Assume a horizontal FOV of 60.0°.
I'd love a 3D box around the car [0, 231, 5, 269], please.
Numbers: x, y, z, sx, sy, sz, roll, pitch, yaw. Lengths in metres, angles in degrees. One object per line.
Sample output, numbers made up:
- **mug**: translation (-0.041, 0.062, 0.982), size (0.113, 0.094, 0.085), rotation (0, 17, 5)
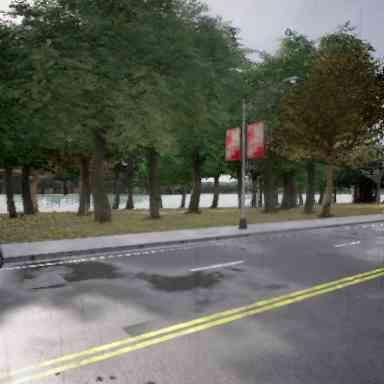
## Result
- **car**: translation (-6.964, 1.222, 6.702), size (5.566, 2.045, 2.150), rotation (0, 0, -36)
